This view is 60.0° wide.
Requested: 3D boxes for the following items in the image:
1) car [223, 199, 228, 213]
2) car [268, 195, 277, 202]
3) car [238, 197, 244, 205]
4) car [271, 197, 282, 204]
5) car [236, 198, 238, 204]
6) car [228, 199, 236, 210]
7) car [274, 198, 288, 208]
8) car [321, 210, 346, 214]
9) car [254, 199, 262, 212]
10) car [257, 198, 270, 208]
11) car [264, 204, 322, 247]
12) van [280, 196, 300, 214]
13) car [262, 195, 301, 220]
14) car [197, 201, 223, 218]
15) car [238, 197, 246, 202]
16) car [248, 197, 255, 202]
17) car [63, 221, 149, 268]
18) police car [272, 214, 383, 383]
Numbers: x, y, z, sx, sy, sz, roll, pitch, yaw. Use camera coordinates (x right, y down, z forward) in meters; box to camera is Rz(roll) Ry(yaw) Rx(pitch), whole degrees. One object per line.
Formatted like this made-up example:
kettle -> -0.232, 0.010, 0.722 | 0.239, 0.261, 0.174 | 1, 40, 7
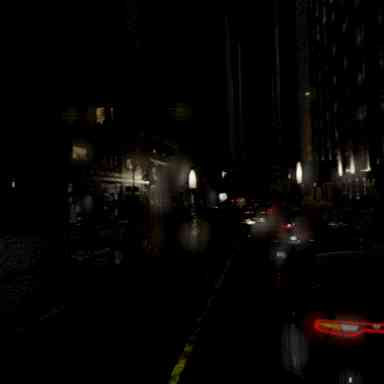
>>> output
car -> 2.738, 1.878, 39.047 | 1.887, 1.381, 4.507 | -2, -1, 12
car -> 22.173, 1.667, 91.436 | 2.192, 1.841, 5.009 | -2, -1, 12
car -> 9.484, 2.077, 71.498 | 1.802, 1.307, 4.206 | -2, -1, 12
car -> 17.685, 1.790, 69.798 | 2.008, 1.369, 4.403 | -2, -1, 12
car -> 6.107, 1.854, 55.273 | 1.967, 1.590, 4.097 | -2, -1, 12
car -> 4.987, 1.952, 49.863 | 1.947, 1.339, 4.313 | -2, -1, 12
car -> 14.346, 1.684, 53.738 | 1.752, 1.417, 4.829 | -2, -1, 12
car -> 6.444, 1.527, 15.712 | 2.008, 1.369, 4.403 | -2, -1, 12
car -> 9.271, 1.687, 42.410 | 1.837, 1.490, 4.892 | -2, 0, 12
car -> 11.845, 1.807, 54.895 | 1.994, 1.385, 4.181 | -2, -1, 12
car -> 4.374, 1.535, 15.139 | 1.837, 1.490, 4.892 | -2, -1, 12
van -> 10.932, 1.418, 37.349 | 1.690, 1.788, 3.998 | -2, -1, 12
car -> 5.714, 1.278, 21.021 | 2.150, 2.045, 5.566 | -2, -1, 12
car -> 1.614, 1.858, 33.638 | 2.008, 1.369, 4.403 | -2, -1, 12
car -> 13.980, 2.190, 93.132 | 1.802, 1.307, 4.206 | -2, -1, 12
car -> 16.855, 2.009, 93.750 | 1.882, 1.535, 5.008 | -2, -1, 12
car -> -2.881, 1.760, 12.004 | 2.008, 1.369, 4.403 | -2, -1, 12
police car -> 2.480, 1.411, 5.432 | 1.930, 1.638, 5.238 | -2, -1, 12
